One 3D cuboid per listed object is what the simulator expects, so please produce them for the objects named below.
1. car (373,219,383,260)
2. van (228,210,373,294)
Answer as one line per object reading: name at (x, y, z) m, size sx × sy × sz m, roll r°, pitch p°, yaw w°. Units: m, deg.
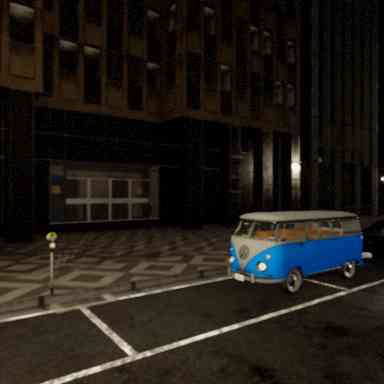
car at (7.356, 1.654, 11.908) m, size 4.313 × 1.339 × 1.947 m, roll 0°, pitch 0°, yaw -36°
van at (2.770, 1.391, 8.633) m, size 3.998 × 1.788 × 1.690 m, roll 0°, pitch 0°, yaw -36°
